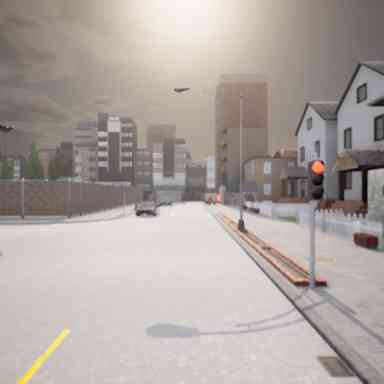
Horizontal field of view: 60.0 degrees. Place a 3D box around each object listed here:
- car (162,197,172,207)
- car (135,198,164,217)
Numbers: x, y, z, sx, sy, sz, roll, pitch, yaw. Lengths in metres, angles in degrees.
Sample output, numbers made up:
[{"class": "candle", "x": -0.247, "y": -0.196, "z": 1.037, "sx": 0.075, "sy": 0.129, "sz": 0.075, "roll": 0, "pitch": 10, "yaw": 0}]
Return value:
[{"class": "car", "x": -4.122, "y": 1.566, "z": 52.835, "sx": 1.837, "sy": 1.490, "sz": 4.892, "roll": 0, "pitch": 0, "yaw": 0}, {"class": "car", "x": -4.127, "y": 1.584, "z": 31.673, "sx": 2.033, "sy": 1.411, "sz": 5.357, "roll": 0, "pitch": 0, "yaw": 0}]
